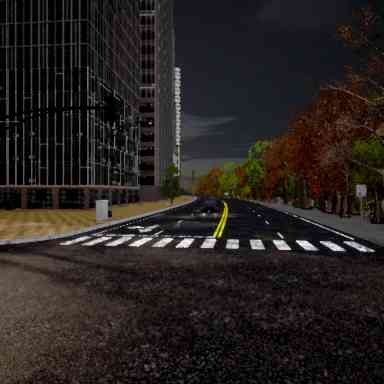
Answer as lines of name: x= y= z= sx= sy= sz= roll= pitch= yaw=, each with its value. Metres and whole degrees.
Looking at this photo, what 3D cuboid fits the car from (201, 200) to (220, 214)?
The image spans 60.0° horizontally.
car: x=2.042 y=1.556 z=36.373 sx=2.033 sy=1.411 sz=5.357 roll=0 pitch=0 yaw=6
